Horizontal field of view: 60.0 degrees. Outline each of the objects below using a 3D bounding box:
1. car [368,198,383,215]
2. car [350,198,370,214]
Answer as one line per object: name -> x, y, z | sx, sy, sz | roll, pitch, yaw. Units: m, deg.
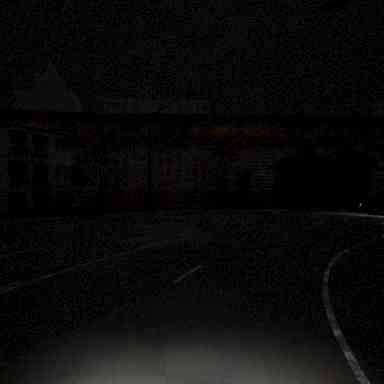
car -> 20.389, 1.585, 32.866 | 4.674, 1.442, 1.812 | 0, 0, -5
car -> 19.736, 1.412, 36.296 | 4.553, 1.767, 2.097 | 0, 0, -5
